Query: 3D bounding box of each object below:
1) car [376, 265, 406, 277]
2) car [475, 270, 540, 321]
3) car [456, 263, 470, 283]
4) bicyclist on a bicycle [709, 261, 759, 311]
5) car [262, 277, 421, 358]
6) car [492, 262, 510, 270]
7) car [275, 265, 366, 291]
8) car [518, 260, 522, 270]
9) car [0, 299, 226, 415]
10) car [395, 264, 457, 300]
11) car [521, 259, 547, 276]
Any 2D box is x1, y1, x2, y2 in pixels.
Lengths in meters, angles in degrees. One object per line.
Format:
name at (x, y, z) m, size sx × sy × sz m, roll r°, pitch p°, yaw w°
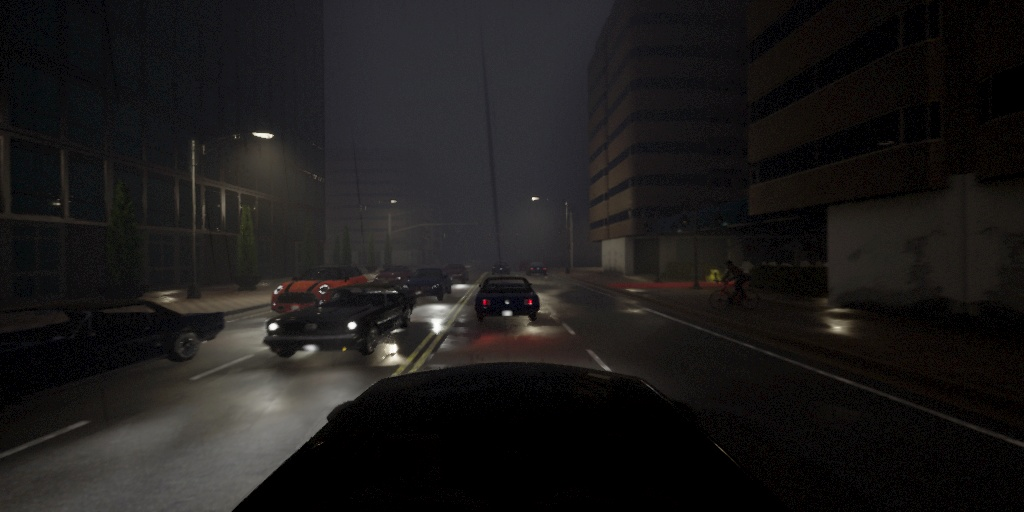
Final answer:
car at (-7.837, 1.360, 24.503) m, size 1.812 × 1.442 × 4.674 m, roll -1°, pitch 0°, yaw -2°
car at (-0.211, 1.352, 12.494) m, size 1.895 × 1.301 × 4.718 m, roll -1°, pitch 0°, yaw -2°
car at (-4.452, 1.322, 28.210) m, size 1.812 × 1.442 × 4.674 m, roll -1°, pitch 0°, yaw -2°
bicyclist on a bicycle at (7.193, 0.971, 11.610) m, size 1.656 × 1.620 × 0.582 m, roll -1°, pitch 0°, yaw -2°
car at (-3.790, 1.392, 8.831) m, size 1.895 × 1.301 × 4.718 m, roll -1°, pitch 0°, yaw -2°
car at (-1.204, 1.324, 39.820) m, size 1.994 × 1.385 × 4.181 m, roll -1°, pitch 0°, yaw -1°
car at (-7.492, 1.183, 14.511) m, size 2.097 × 1.767 × 4.553 m, roll -1°, pitch 0°, yaw -2°
car at (1.929, 1.189, 49.620) m, size 1.882 × 1.535 × 5.008 m, roll -1°, pitch 1°, yaw -1°
car at (-7.180, 1.429, 5.629) m, size 1.895 × 1.301 × 4.718 m, roll -1°, pitch 0°, yaw -2°
car at (-4.112, 1.319, 17.921) m, size 1.812 × 1.442 × 4.674 m, roll -1°, pitch 0°, yaw -2°
car at (2.425, 1.268, 36.925) m, size 2.033 × 1.411 × 5.357 m, roll -1°, pitch 0°, yaw -2°
